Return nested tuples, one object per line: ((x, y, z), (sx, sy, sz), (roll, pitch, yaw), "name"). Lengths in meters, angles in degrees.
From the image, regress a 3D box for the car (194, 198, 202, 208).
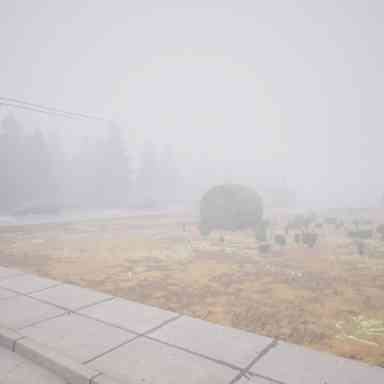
((2.043, 1.552, 47.183), (1.812, 1.442, 4.674), (0, 0, 36), "car")

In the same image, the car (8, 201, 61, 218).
((-14.525, 1.552, 30.947), (1.812, 1.442, 4.674), (0, 0, 36), "car")

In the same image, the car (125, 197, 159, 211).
((-6.269, 1.379, 42.130), (2.097, 1.767, 4.553), (0, 0, 37), "car")
